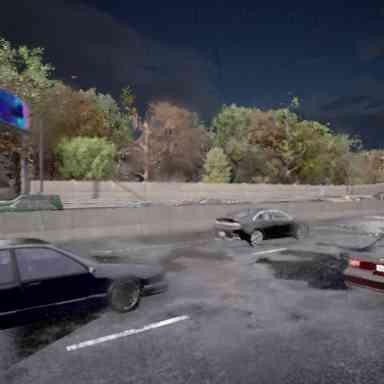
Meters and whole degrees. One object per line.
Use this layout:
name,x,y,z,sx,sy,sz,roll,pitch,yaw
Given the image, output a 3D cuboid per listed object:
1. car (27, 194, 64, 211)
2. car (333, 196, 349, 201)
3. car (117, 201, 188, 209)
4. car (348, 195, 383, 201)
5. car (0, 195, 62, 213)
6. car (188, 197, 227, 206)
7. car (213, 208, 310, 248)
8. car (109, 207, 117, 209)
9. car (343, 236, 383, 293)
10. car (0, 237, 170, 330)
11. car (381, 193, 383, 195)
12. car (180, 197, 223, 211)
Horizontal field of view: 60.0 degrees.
car,-13.907,1.202,28.461,5.566,2.045,2.150,0,0,-35
car,20.345,1.352,44.227,5.008,1.535,1.882,0,0,-35
car,-2.767,1.520,23.512,4.181,1.385,1.994,0,0,-35
car,21.631,1.438,40.836,4.181,1.385,1.994,0,0,-35
car,-12.622,1.336,25.082,4.553,1.767,2.097,0,0,-35
car,1.726,1.447,35.312,4.674,1.442,1.812,0,0,-35
car,3.173,1.448,14.610,4.902,1.511,2.128,0,0,-36
car,-4.428,1.446,26.625,4.902,1.511,2.128,0,0,-35
car,5.727,1.510,7.831,5.357,1.411,2.033,0,0,-35
car,-3.068,1.544,5.856,5.357,1.411,2.033,0,0,-36
car,34.722,0.809,58.732,4.553,1.767,2.097,0,0,-36
car,1.183,1.394,39.217,5.008,1.535,1.882,0,0,-35
